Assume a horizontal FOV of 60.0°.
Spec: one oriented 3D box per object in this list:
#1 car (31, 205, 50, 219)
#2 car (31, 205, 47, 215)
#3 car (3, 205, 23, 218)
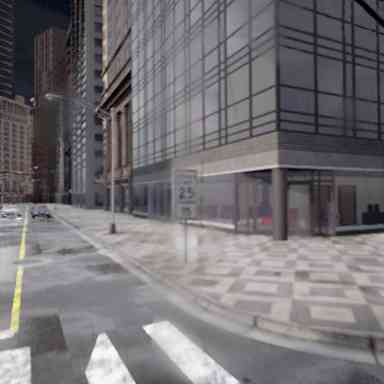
[{"bbox_3d":[-17.343,2.302,38.265,2.033,1.411,5.357,0,-1,-26],"label":"car"},{"bbox_3d":[-21.974,2.544,47.633,1.895,1.301,4.718,0,-1,-26],"label":"car"},{"bbox_3d":[-22.083,2.367,41.050,1.812,1.442,4.674,0,-1,-26],"label":"car"}]
